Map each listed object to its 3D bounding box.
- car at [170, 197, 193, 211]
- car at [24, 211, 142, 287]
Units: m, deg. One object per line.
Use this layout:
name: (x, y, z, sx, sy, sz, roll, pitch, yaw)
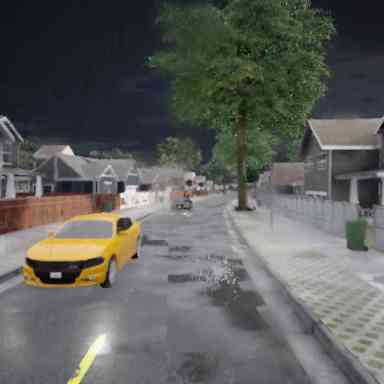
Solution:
car: (-0.976, 1.209, 33.995, 1.994, 1.385, 4.181, 0, 1, 6)
car: (-2.654, 1.361, 9.170, 1.882, 1.535, 5.008, 0, 1, 2)
